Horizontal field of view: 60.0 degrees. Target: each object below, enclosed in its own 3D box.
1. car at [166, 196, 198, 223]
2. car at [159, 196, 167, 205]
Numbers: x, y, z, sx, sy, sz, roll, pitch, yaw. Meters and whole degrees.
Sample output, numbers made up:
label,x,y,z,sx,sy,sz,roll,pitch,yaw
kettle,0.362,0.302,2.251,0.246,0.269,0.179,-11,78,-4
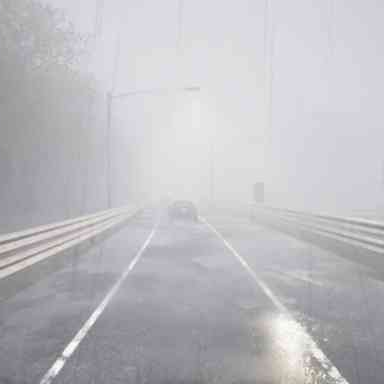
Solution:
label,x,y,z,sx,sy,sz,roll,pitch,yaw
car,-0.767,1.348,25.909,2.097,1.767,4.553,0,0,-4
car,-4.739,1.485,60.038,1.837,1.490,4.892,0,0,-10
